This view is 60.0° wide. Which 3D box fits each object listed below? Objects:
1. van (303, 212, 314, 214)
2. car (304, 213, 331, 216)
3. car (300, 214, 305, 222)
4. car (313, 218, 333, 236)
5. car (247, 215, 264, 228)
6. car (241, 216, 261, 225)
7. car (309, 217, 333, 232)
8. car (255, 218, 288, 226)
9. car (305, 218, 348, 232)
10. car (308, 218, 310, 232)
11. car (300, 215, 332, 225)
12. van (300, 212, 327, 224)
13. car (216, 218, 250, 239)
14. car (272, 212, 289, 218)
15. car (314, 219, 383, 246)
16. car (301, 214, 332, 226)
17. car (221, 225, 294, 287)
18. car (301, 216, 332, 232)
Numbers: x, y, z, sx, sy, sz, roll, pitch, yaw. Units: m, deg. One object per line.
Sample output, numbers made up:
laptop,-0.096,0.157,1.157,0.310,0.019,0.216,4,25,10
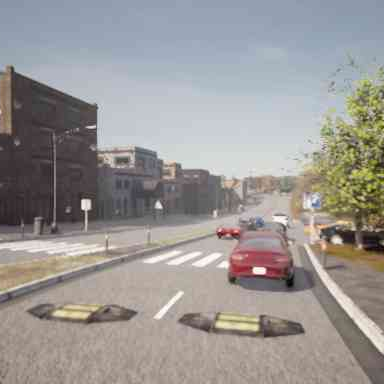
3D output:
van,19.401,4.225,50.880,4.442,1.987,1.878,0,-3,16
car,15.445,3.611,37.695,4.553,1.767,2.185,0,-3,16
car,17.733,4.206,45.625,4.792,1.488,2.163,0,-3,16
car,11.659,2.931,24.476,5.008,1.535,2.097,0,-3,16
car,8.995,4.101,46.890,1.882,1.535,5.008,0,-3,16
car,5.941,3.515,36.345,2.128,1.511,4.902,0,-3,16
car,12.431,3.098,27.113,4.892,1.521,2.231,0,-3,16
car,6.268,2.955,25.376,2.033,1.411,5.357,0,-3,16
car,16.234,3.924,40.328,4.674,1.452,2.002,0,-3,16
car,13.214,3.293,29.743,4.792,1.488,2.163,0,-3,16
car,20.806,4.712,56.194,4.892,1.521,2.231,0,-3,16
van,21.466,4.610,58.881,4.442,1.987,1.878,0,-2,16
car,3.267,3.032,26.702,1.895,1.301,4.718,0,-3,16
car,12.277,3.863,46.277,2.150,2.045,5.566,0,-3,16
car,10.895,2.763,21.834,4.892,1.521,2.231,0,-4,16
car,20.056,4.465,53.684,4.553,1.767,2.185,0,-3,16
car,2.242,1.985,10.723,1.812,1.442,4.674,0,-4,13
car,13.772,3.420,32.452,5.366,1.575,1.946,0,-3,16
